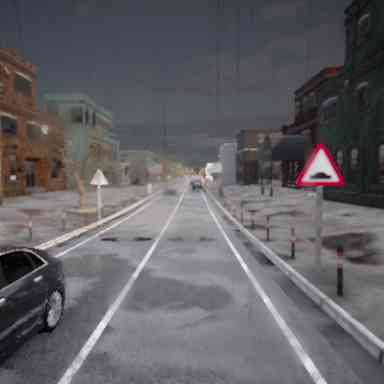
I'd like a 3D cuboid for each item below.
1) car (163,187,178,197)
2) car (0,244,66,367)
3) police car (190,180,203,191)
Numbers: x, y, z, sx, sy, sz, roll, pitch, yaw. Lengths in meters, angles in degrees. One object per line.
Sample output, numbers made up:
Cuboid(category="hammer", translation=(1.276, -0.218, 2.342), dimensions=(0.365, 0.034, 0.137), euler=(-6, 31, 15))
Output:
Cuboid(category="car", translation=(-2.954, -0.059, 46.336), dimensions=(1.895, 1.301, 4.718), euler=(0, 3, 0))
Cuboid(category="car", translation=(-3.089, 1.487, 3.900), dimensions=(1.837, 1.490, 4.892), euler=(0, 0, 0))
Cuboid(category="police car", translation=(1.084, -1.167, 65.873), dimensions=(1.930, 1.638, 5.238), euler=(0, 2, 0))
